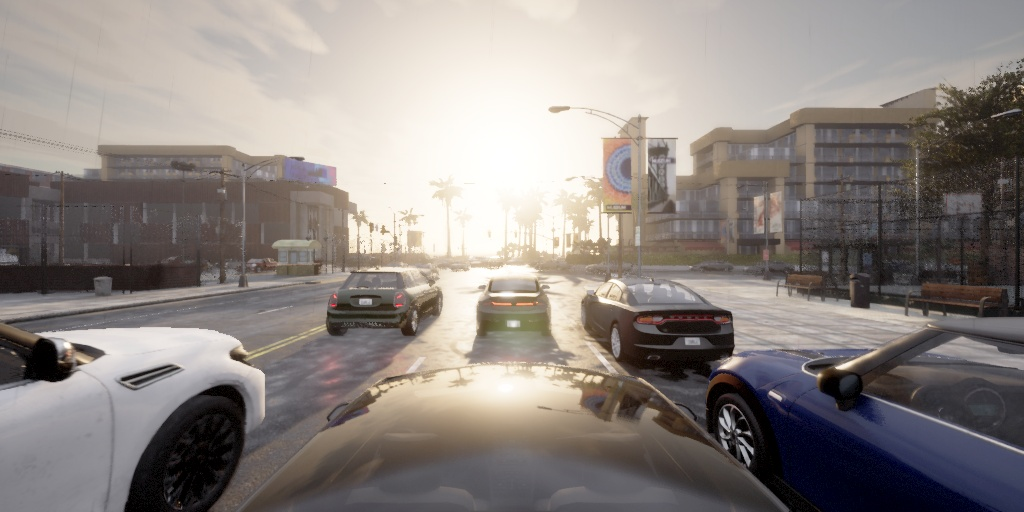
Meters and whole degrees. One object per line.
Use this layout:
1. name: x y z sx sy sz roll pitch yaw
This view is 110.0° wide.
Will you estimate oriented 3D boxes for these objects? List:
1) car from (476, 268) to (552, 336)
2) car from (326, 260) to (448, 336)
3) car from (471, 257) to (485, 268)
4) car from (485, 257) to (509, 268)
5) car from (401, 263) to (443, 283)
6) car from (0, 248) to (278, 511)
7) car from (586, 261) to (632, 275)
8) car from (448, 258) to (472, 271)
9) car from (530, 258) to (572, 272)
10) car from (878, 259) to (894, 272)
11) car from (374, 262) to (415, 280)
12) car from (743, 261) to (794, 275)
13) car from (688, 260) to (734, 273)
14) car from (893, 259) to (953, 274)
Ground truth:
1. car: 0.057 1.255 10.348 1.837 1.490 4.892 0 0 0
2. car: -3.441 1.102 10.594 2.097 1.767 4.553 0 0 0
3. car: -5.693 1.297 63.078 2.033 1.411 5.357 0 0 14
4. car: -2.540 1.241 60.534 2.128 1.511 4.902 0 0 11
5. car: -7.112 1.297 28.935 2.033 1.411 5.357 0 0 0
6. car: -3.401 0.972 0.979 2.150 2.045 5.566 0 0 0
7. car: 10.605 1.242 39.294 4.902 1.511 2.128 0 0 7
8. car: -7.020 1.351 48.792 1.895 1.301 4.718 0 0 1
9. car: 5.275 1.241 45.591 4.902 1.511 2.128 0 0 38
10. car: 44.501 1.100 42.611 4.553 1.767 2.097 0 0 0
11. car: -10.612 1.297 32.903 2.033 1.411 5.357 0 0 0
12. car: 27.899 1.241 39.043 4.902 1.511 2.128 0 0 0
13. car: 23.572 1.239 42.507 4.902 1.511 2.128 0 0 0
14. car: 45.130 1.313 39.111 4.674 1.442 1.812 0 0 -1
